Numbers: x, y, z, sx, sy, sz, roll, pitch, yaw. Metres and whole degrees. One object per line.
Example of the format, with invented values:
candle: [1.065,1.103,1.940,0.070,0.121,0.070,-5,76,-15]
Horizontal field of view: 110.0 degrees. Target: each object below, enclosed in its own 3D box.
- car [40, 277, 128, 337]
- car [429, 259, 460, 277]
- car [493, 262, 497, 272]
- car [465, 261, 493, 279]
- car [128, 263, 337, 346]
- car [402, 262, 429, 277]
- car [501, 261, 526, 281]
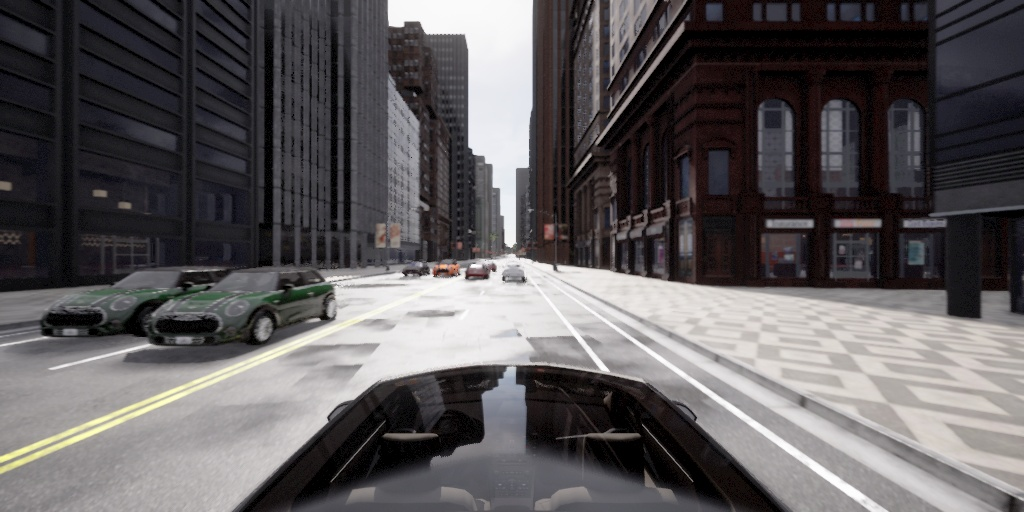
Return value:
car: [-9.833,1.100,10.232,2.097,1.767,4.553,0,0,0]
car: [-6.502,1.129,35.829,2.097,1.767,4.553,0,0,1]
car: [-3.111,1.369,48.368,1.994,1.385,4.181,0,0,0]
car: [-3.131,1.338,32.937,1.994,1.385,4.181,0,0,1]
car: [-6.585,1.101,9.445,2.097,1.767,4.553,0,0,0]
car: [-9.739,1.326,37.063,2.033,1.411,5.357,0,0,0]
car: [0.123,1.297,30.472,1.812,1.442,4.674,0,0,0]
